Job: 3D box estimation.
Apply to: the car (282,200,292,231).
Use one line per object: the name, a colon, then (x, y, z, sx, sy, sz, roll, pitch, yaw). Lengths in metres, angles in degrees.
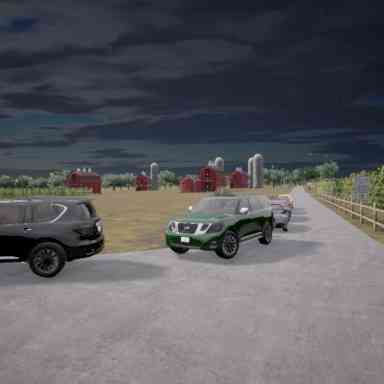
car: (4.460, 1.369, 18.949, 1.994, 1.385, 4.181, 0, 0, 18)

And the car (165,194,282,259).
car: (1.329, 1.100, 12.631, 2.150, 2.045, 5.566, 0, 0, 34)

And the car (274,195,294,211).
car: (10.086, 1.089, 36.419, 1.882, 1.535, 5.008, 0, 1, 18)

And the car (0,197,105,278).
car: (-5.385, 1.223, 9.579, 5.566, 2.045, 2.150, -1, 1, -3)

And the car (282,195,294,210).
car: (6.323, 1.221, 24.679, 1.882, 1.535, 5.008, 0, 1, 18)

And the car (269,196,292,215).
car: (8.260, 1.181, 30.720, 1.837, 1.490, 4.892, 0, 0, 18)
